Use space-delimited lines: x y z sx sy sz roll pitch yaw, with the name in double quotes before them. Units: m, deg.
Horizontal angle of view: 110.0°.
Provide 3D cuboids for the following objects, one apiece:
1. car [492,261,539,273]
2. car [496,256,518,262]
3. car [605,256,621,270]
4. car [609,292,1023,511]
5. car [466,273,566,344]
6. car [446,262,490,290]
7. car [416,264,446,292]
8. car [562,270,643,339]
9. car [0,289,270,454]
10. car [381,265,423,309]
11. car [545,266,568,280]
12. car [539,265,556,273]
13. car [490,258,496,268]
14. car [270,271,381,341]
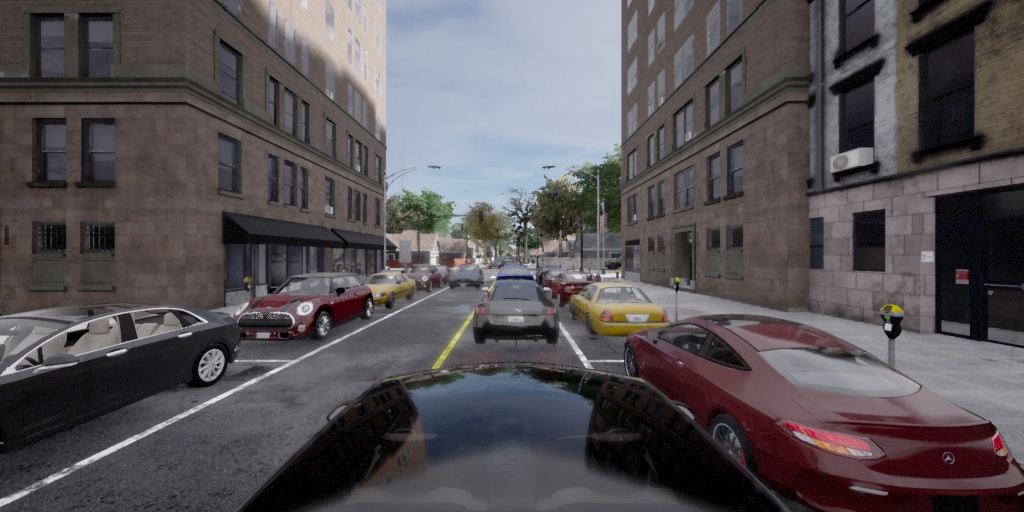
"car" 0.123 1.235 18.629 1.882 1.535 5.008 0 0 -1
"car" 0.071 1.114 27.854 2.097 1.767 4.553 0 0 0
"car" 15.610 0.895 49.213 5.566 2.045 2.150 0 0 0
"car" 2.641 1.332 4.201 1.802 1.307 4.207 0 0 0
"car" 0.111 1.316 9.636 1.994 1.385 4.181 0 0 1
"car" -2.793 1.307 23.147 2.033 1.411 5.357 0 0 0
"car" -5.338 1.198 20.775 1.967 1.591 4.097 0 0 0
"car" 2.657 1.278 9.889 1.751 1.417 4.829 0 0 0
"car" -5.384 1.301 4.219 2.007 1.370 4.403 0 0 0
"car" -5.354 1.280 15.086 1.751 1.417 4.829 0 0 0
"car" 2.671 1.300 15.237 1.888 1.381 4.507 0 0 0
"car" 2.687 1.340 20.755 1.802 1.307 4.207 0 0 0
"car" -2.927 1.402 60.864 1.895 1.301 4.718 0 0 0
"car" -5.369 1.192 9.738 1.967 1.591 4.097 0 0 0
